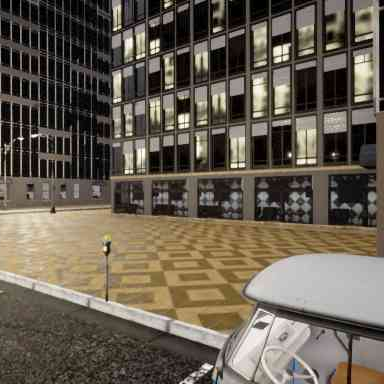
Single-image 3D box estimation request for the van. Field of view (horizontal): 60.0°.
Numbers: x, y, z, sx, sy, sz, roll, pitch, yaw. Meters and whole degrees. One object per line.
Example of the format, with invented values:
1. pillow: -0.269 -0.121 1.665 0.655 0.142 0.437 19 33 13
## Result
1. van: 1.918 1.341 1.510 3.998 1.788 1.690 0 0 35
